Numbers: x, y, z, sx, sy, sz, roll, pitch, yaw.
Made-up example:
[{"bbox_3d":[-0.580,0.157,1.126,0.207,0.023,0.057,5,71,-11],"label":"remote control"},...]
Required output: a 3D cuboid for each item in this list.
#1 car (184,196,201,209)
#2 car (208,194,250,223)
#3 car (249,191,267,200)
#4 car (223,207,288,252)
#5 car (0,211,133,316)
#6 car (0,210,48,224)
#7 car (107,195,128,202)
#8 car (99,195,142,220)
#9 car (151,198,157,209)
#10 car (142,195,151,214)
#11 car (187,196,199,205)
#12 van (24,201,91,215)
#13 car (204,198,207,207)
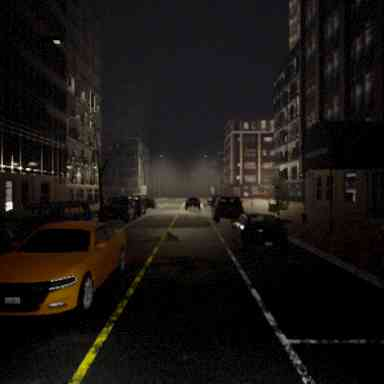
[{"bbox_3d":[0.102,1.340,41.483,1.837,1.490,4.892,0,1,0],"label":"car"},{"bbox_3d":[2.566,1.216,24.435,2.192,1.841,5.009,0,0,0],"label":"car"},{"bbox_3d":[15.322,0.791,77.028,5.009,1.841,2.192,-1,1,-1],"label":"car"},{"bbox_3d":[2.565,1.496,13.319,2.008,1.369,4.403,0,0,0],"label":"car"},{"bbox_3d":[-2.845,1.445,7.786,1.882,1.535,5.008,0,0,0],"label":"car"},{"bbox_3d":[-5.316,1.408,7.760,1.967,1.590,4.097,0,0,0],"label":"car"},{"bbox_3d":[-17.105,1.461,76.632,4.313,1.339,1.947,-1,1,-1],"label":"car"},{"bbox_3d":[-5.314,1.216,24.436,2.192,1.841,5.009,0,0,0],"label":"car"},{"bbox_3d":[-5.312,1.417,41.113,1.802,1.307,4.206,0,0,0],"label":"car"},{"bbox_3d":[-5.313,1.194,29.994,2.192,1.841,5.009,0,0,0],"label":"car"},{"bbox_3d":[0.107,1.383,54.865,1.895,1.301,4.718,0,0,0],"label":"car"},{"bbox_3d":[-5.315,1.286,13.319,1.690,1.788,3.998,0,0,0],"label":"van"},{"bbox_3d":[2.569,1.339,46.841,1.752,1.417,4.829,0,0,0],"label":"car"}]
